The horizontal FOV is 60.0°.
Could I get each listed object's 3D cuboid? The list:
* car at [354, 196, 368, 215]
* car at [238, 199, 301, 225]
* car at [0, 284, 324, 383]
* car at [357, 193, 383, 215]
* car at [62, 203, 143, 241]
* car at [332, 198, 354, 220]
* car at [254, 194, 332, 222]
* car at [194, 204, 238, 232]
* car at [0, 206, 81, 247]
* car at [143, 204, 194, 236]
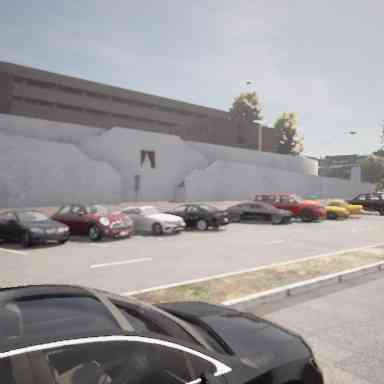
[{"bbox_3d":[11.957,1.391,28.968,5.366,1.575,1.946,-1,0,35],"label":"car"},{"bbox_3d":[4.808,1.456,23.628,4.792,1.488,2.163,-1,-1,34],"label":"car"},{"bbox_3d":[-1.016,1.505,2.408,4.892,1.490,1.837,0,0,-36],"label":"car"},{"bbox_3d":[16.969,1.127,32.361,5.566,2.045,2.435,-1,0,35],"label":"car"},{"bbox_3d":[-5.021,1.357,16.695,4.553,1.767,2.185,-1,-1,35],"label":"car"},{"bbox_3d":[9.825,1.394,27.022,5.366,1.575,1.946,-1,-1,35],"label":"car"},{"bbox_3d":[7.250,1.162,25.375,5.566,2.045,2.435,-1,-1,34],"label":"car"},{"bbox_3d":[-0.103,1.458,20.152,5.008,1.535,2.097,-1,0,35],"label":"car"},{"bbox_3d":[-7.438,1.532,14.936,4.674,1.452,2.002,-1,-1,35],"label":"car"},{"bbox_3d":[-2.552,1.512,18.418,4.674,1.452,2.002,-1,-1,35],"label":"car"}]
